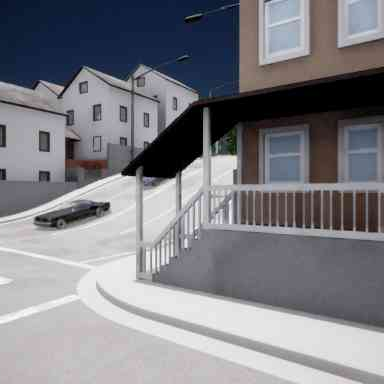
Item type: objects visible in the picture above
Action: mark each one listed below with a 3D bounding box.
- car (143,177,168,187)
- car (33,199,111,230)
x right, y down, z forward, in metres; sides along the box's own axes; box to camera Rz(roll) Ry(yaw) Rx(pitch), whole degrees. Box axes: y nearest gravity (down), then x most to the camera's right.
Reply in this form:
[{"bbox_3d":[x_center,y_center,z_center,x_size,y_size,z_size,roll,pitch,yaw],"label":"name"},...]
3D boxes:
[{"bbox_3d":[-2.843,-1.572,28.055,1.812,1.442,4.674,0,19,33],"label":"car"},{"bbox_3d":[-7.547,1.292,21.153,1.895,1.301,4.718,0,11,34],"label":"car"}]
